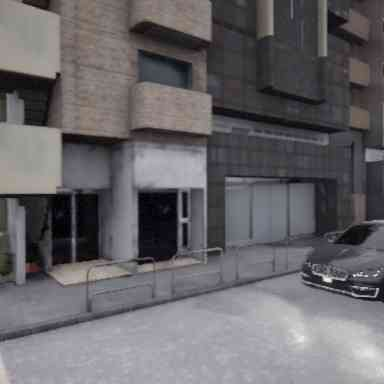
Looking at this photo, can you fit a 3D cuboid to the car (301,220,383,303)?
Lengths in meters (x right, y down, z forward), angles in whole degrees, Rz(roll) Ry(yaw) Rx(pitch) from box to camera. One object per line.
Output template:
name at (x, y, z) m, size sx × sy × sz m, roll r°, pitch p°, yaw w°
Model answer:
car at (4.617, 1.454, 7.871) m, size 4.892 × 1.490 × 1.837 m, roll 0°, pitch 0°, yaw -35°
